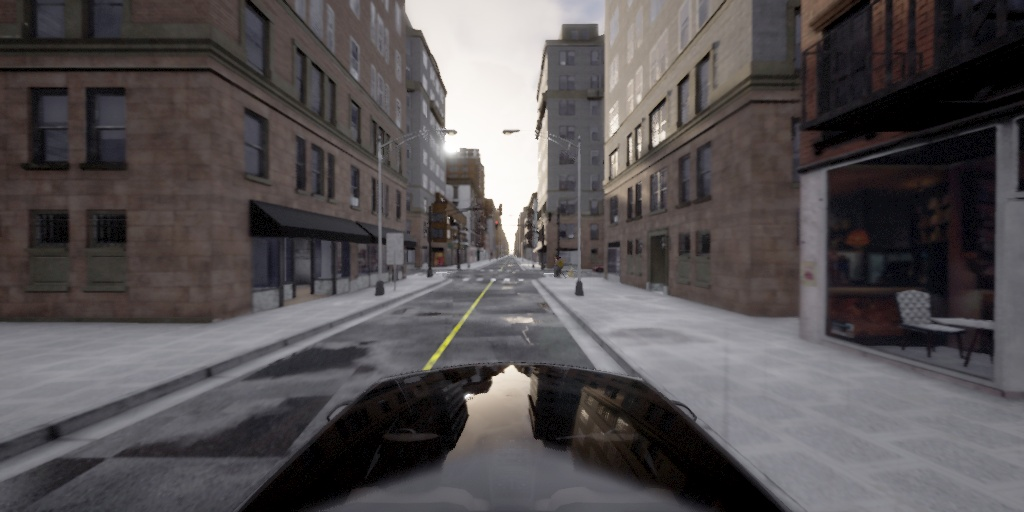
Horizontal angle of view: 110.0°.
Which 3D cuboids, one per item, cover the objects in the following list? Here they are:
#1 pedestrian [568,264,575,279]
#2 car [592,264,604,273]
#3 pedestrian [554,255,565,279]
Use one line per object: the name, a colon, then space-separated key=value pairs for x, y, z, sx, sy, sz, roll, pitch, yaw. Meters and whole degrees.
pedestrian: x=4.697 y=1.152 z=28.249 sx=0.375 sy=1.300 sz=0.375 roll=0 pitch=0 yaw=0
car: x=11.605 y=1.366 z=42.451 sx=4.207 sy=1.307 sz=1.802 roll=0 pitch=0 yaw=0
pedestrian: x=3.657 y=0.847 z=27.646 sx=0.375 sy=1.860 sz=0.375 roll=0 pitch=0 yaw=0
